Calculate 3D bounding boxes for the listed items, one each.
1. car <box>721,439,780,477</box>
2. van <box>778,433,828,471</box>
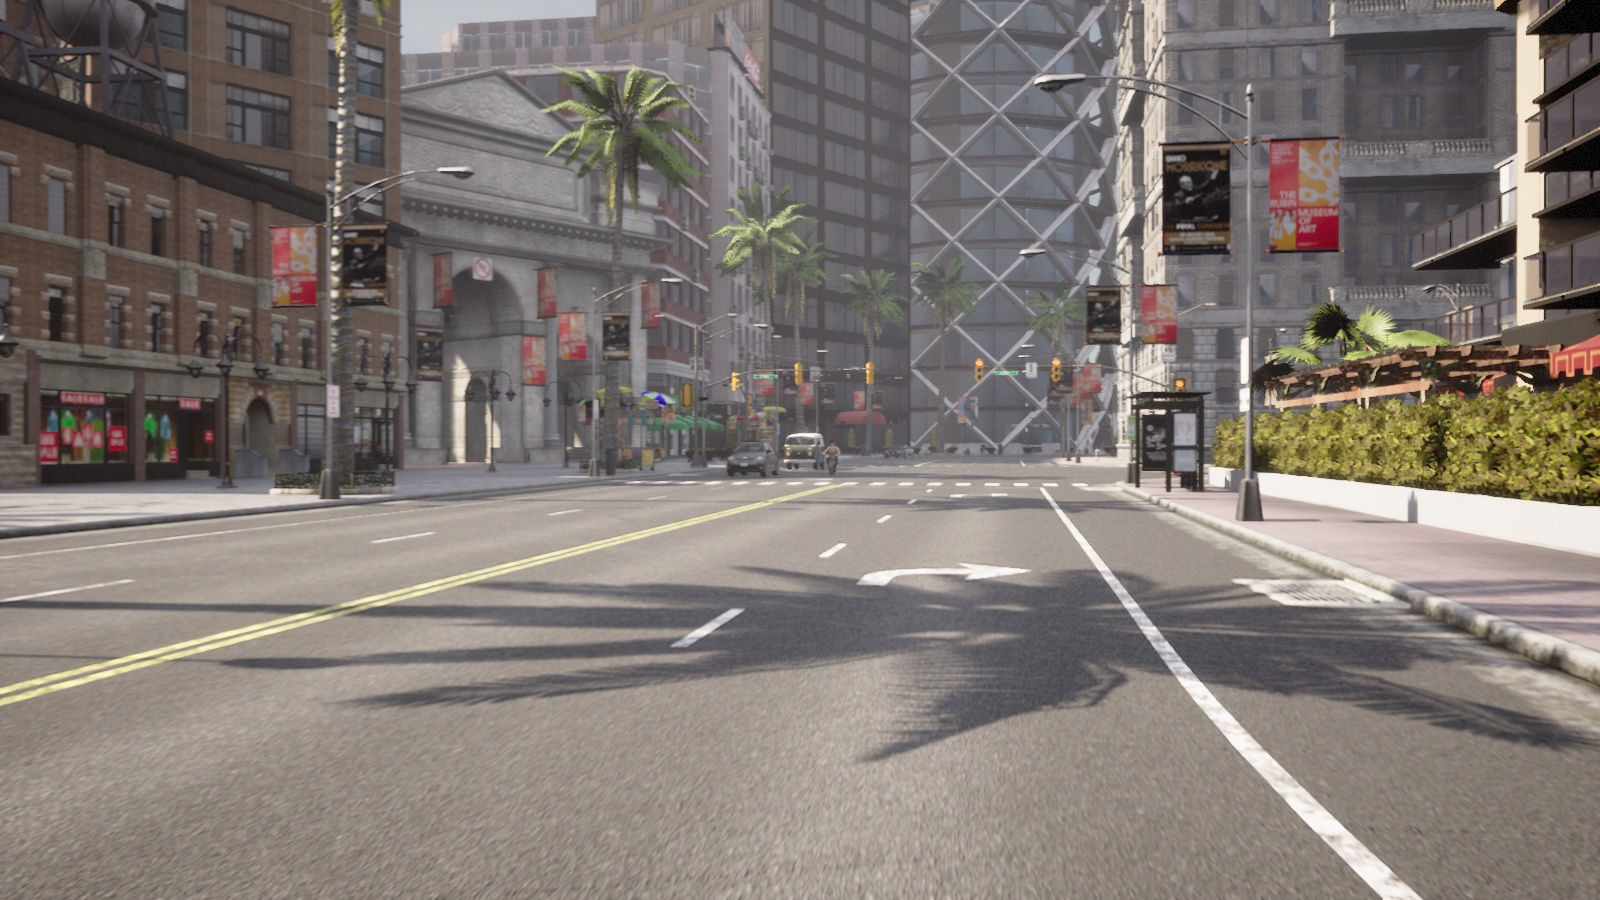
[{"bbox_3d":[-2.163,0.327,55.674,1.851,1.617,3.988,0,0,9],"label":"car"},{"bbox_3d":[0.202,0.074,70.131,2.069,2.038,4.480,0,0,9],"label":"van"}]
